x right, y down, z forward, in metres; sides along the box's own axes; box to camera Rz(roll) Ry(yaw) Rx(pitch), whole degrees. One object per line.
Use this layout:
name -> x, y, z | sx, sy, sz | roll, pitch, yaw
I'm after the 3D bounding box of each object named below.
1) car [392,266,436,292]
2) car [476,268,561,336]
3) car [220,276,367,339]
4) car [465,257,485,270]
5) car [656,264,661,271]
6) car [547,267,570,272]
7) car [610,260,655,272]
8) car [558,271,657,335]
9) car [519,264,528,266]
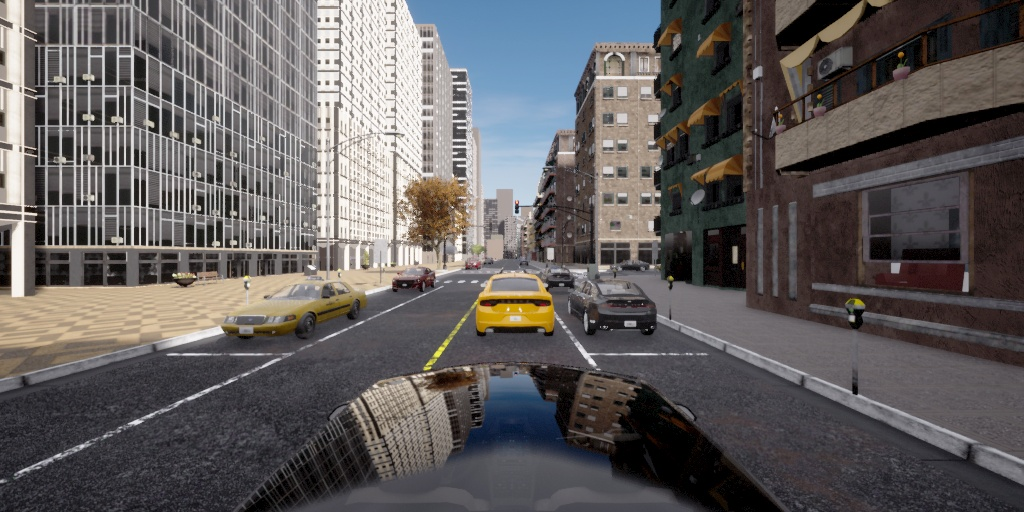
car -> -5.730, 1.299, 21.341 | 1.888, 1.381, 4.507 | 0, 0, 0
car -> 0.072, 1.228, 10.385 | 1.882, 1.535, 5.008 | 0, 0, 0
car -> -5.708, 1.276, 10.105 | 1.751, 1.417, 4.829 | 0, 0, 0
car -> -5.793, 1.099, 53.728 | 2.192, 1.841, 5.009 | 0, 0, 0
car -> 18.755, 1.006, 40.859 | 4.829, 1.417, 1.751 | 0, 0, -1
car -> 2.650, 1.305, 21.357 | 2.007, 1.370, 4.403 | 0, 0, 0
car -> 13.358, 1.109, 40.794 | 4.403, 1.370, 2.007 | 0, 0, -1
car -> 2.672, 1.301, 10.291 | 2.007, 1.370, 4.403 | 0, 0, 0
car -> 0.063, 1.355, 20.664 | 1.895, 1.301, 4.718 | 0, 0, 0
